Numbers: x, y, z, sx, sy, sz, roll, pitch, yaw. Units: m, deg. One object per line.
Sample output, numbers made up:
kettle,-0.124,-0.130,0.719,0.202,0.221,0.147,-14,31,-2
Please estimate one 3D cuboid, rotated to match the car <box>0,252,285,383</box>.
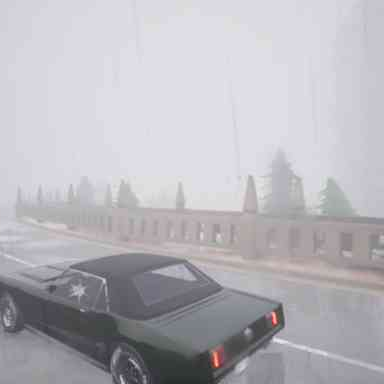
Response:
car,-1.181,1.623,5.064,4.718,1.301,1.895,0,0,38
